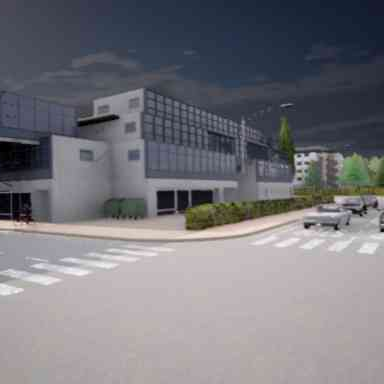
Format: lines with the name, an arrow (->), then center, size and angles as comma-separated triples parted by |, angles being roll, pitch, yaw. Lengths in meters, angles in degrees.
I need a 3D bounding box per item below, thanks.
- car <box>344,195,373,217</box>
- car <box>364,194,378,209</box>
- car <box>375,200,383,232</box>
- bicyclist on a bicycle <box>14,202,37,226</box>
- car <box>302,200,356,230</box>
car -> 13.295, 1.206, 27.465 | 2.033, 1.411, 5.357 | -1, 0, 34
car -> 18.935, 1.011, 36.006 | 2.128, 1.511, 4.902 | -1, 0, 33
car -> 10.925, 1.234, 17.439 | 1.837, 1.490, 4.892 | -1, 0, 32
bicyclist on a bicycle -> -11.509, 1.514, 22.978 | 0.582, 1.620, 1.656 | -1, 0, 33
car -> 7.947, 1.391, 19.433 | 1.895, 1.301, 4.718 | -1, 0, 35
